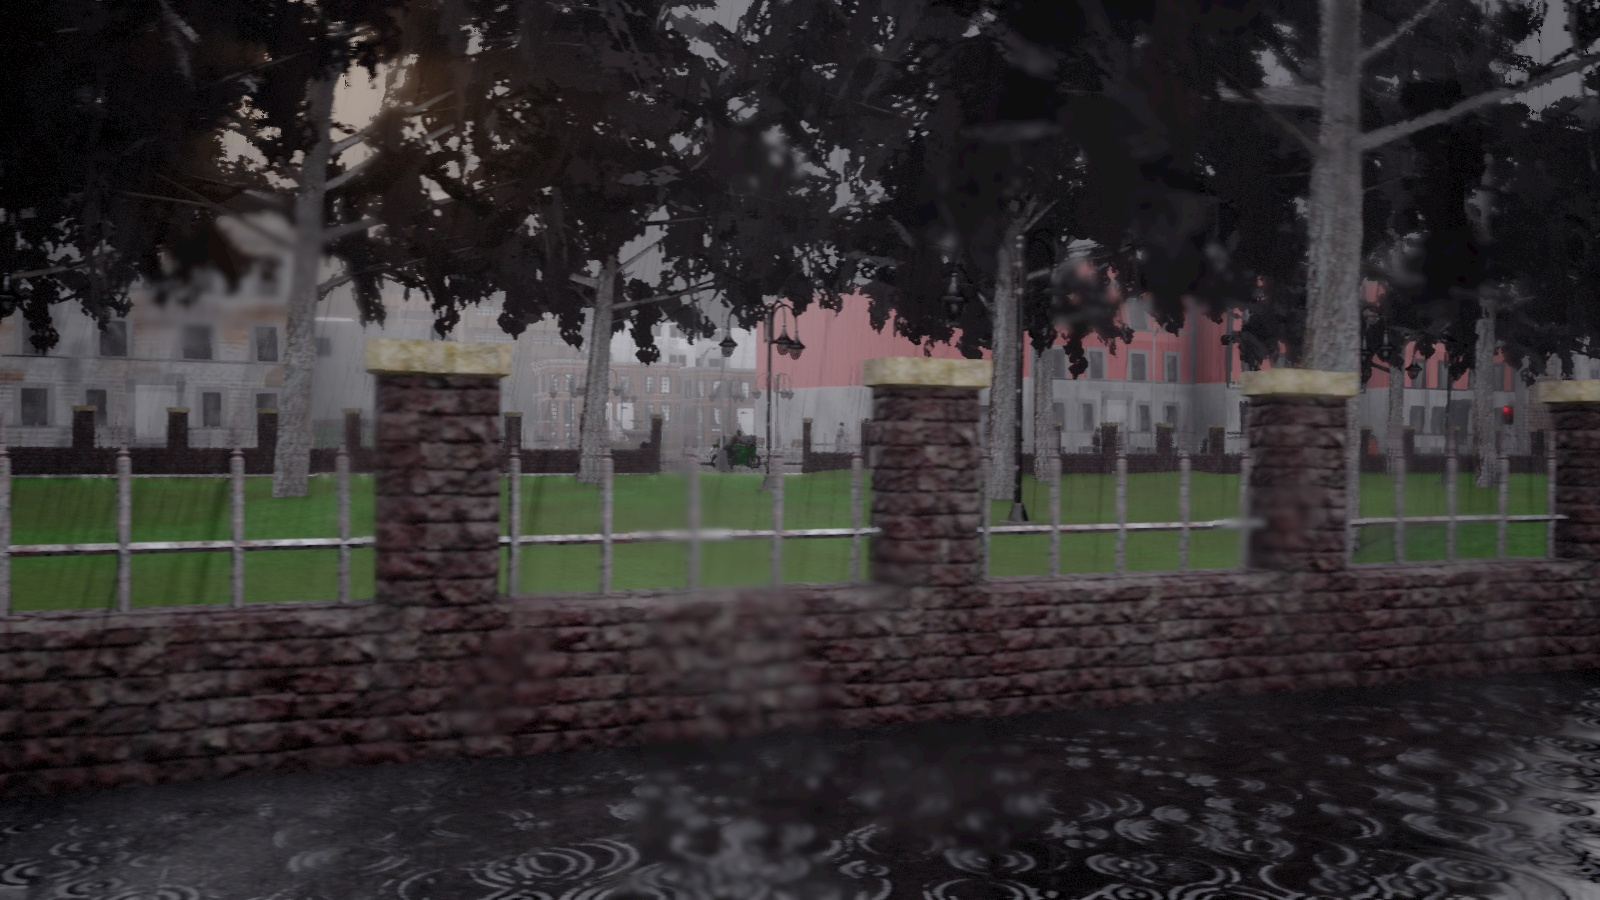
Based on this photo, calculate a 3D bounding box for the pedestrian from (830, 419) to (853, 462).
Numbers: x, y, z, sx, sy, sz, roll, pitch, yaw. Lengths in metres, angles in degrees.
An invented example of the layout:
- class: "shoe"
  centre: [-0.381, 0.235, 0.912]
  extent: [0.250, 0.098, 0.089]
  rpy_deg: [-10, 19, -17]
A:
- class: "pedestrian"
  centre: [1.920, -0.459, 57.757]
  extent: [0.873, 1.952, 0.659]
  rpy_deg: [-1, 1, -15]

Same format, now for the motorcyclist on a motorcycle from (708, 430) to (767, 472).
- class: "motorcyclist on a motorcycle"
  centre: [-2.350, 0.039, 47.065]
  extent: [2.044, 1.523, 0.797]
  rpy_deg: [-1, 1, -21]
